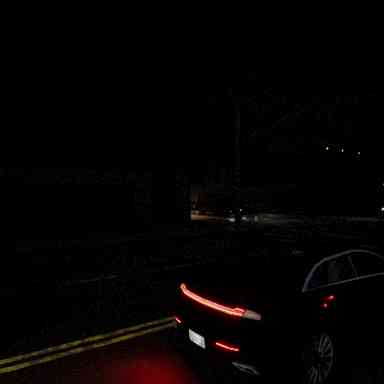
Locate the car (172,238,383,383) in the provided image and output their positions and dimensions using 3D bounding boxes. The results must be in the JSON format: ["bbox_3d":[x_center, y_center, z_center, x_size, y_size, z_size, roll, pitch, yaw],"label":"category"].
[{"bbox_3d":[2.031,1.492,5.279,4.902,1.511,2.128,0,0,-35],"label":"car"}]

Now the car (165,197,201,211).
[{"bbox_3d":[-1.215,1.492,42.289,2.128,1.511,4.902,0,0,-37],"label":"car"}]

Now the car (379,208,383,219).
[{"bbox_3d":[16.617,1.352,24.852,2.097,1.767,4.553,0,0,-39],"label":"car"}]

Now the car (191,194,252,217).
[{"bbox_3d":[2.607,1.221,31.326,2.150,2.045,5.566,0,0,-36],"label":"car"}]

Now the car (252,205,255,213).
[{"bbox_3d":[4.325,1.478,34.869,1.882,1.535,5.008,0,0,-37],"label":"car"}]
